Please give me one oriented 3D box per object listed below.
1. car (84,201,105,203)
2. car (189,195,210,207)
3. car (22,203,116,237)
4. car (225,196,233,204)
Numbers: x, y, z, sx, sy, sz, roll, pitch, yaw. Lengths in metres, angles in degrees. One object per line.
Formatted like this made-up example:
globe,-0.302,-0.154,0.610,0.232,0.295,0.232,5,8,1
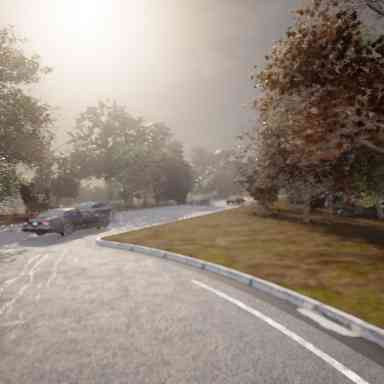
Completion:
car,-7.577,1.493,24.672,1.837,1.490,4.892,-1,0,21
car,1.160,1.263,47.394,1.837,1.490,4.892,-1,0,21
car,-6.663,1.553,18.338,2.033,1.411,5.357,-1,0,20
car,6.681,1.206,51.669,2.033,1.411,5.357,-1,0,22
